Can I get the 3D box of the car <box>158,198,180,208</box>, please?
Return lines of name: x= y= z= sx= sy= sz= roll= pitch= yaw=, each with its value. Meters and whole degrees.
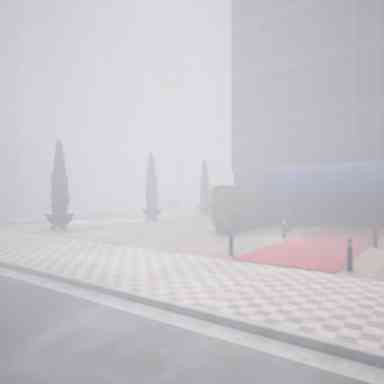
car: x=-3.689 y=1.599 z=48.441 sx=1.994 sy=1.385 sz=4.181 roll=0 pitch=0 yaw=36

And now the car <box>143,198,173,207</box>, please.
car: x=-5.268 y=1.640 z=52.217 sx=1.895 sy=1.301 sz=4.718 roll=0 pitch=0 yaw=36
